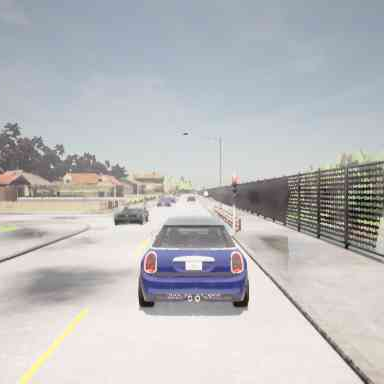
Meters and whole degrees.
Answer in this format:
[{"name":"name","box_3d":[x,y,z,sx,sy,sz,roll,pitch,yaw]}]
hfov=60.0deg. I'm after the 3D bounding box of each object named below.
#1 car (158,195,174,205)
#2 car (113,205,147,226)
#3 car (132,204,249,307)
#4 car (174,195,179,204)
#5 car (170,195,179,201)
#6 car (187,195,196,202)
[{"name":"car","box_3d":[-4.182,1.516,50.974,1.812,1.442,4.674,0,0,0]},{"name":"car","box_3d":[-4.144,1.596,23.299,1.895,1.301,4.718,0,0,0]},{"name":"car","box_3d":[0.037,1.350,8.119,2.097,1.767,4.553,0,0,0]},{"name":"car","box_3d":[-4.161,1.535,65.488,2.033,1.411,5.357,0,0,0]},{"name":"car","box_3d":[-4.153,1.447,80.588,1.882,1.535,5.008,0,0,0]},{"name":"car","box_3d":[-0.142,1.510,76.319,1.812,1.442,4.674,0,0,0]}]
